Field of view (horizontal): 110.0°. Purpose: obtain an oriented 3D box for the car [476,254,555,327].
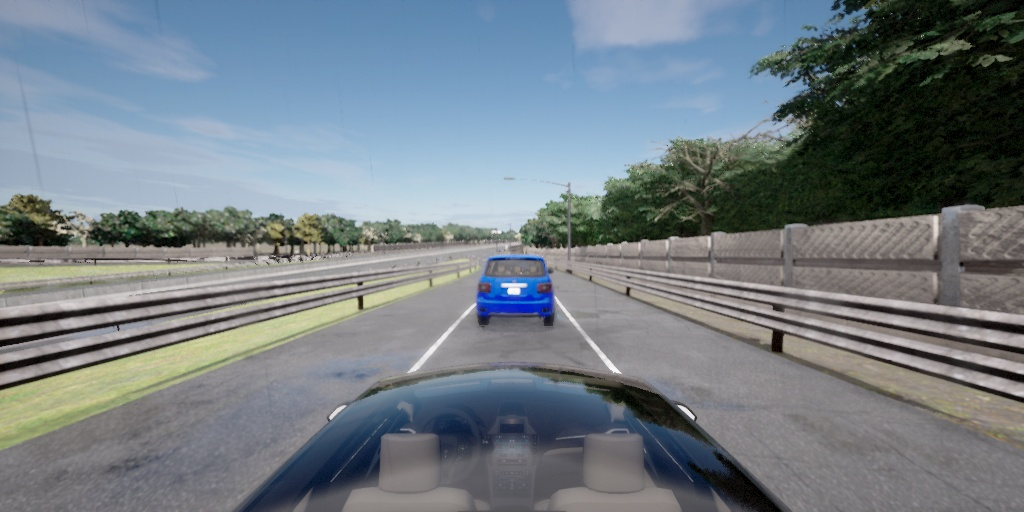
[{"bbox_3d":[0.198,0.963,11.706,2.150,2.045,5.566,0,0,3],"label":"car"}]
